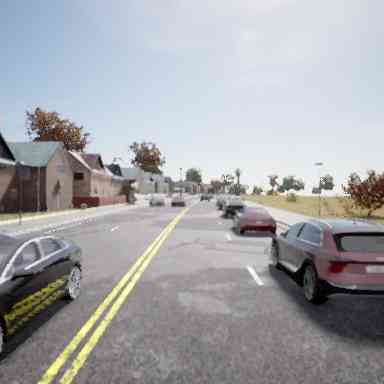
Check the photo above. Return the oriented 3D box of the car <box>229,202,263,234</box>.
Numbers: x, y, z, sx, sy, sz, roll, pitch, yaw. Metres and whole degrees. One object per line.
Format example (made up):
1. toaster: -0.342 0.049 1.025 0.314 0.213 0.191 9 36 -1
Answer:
1. car: 3.463 1.517 19.014 1.994 1.385 4.181 0 0 1

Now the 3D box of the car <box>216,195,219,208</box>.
1. car: 4.207 1.391 40.889 2.128 1.511 4.902 0 0 3

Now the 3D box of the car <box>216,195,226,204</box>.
1. car: 5.478 1.332 62.740 1.882 1.535 5.008 0 0 4

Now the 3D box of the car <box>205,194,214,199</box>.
1. car: 5.053 1.237 95.278 2.128 1.511 4.902 0 0 6

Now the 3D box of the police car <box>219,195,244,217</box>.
1. police car: 3.773 1.350 30.063 1.930 1.638 5.238 0 0 2

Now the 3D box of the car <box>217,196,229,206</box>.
1. car: 4.777 1.379 51.818 1.837 1.490 4.892 0 0 3

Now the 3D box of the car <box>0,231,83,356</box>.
1. car: -3.314 1.476 5.449 2.128 1.511 4.902 0 0 0

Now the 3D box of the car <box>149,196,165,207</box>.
1. car: -5.171 1.378 49.458 2.128 1.511 4.902 0 0 3

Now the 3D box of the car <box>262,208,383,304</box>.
1. car: 3.289 1.412 8.070 2.033 1.649 4.856 0 0 1

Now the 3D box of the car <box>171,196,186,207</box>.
1. car: -1.950 1.363 48.906 1.882 1.535 5.008 0 0 3

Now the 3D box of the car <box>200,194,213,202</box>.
1. car: 2.867 1.120 71.753 2.097 1.767 4.553 0 0 5
